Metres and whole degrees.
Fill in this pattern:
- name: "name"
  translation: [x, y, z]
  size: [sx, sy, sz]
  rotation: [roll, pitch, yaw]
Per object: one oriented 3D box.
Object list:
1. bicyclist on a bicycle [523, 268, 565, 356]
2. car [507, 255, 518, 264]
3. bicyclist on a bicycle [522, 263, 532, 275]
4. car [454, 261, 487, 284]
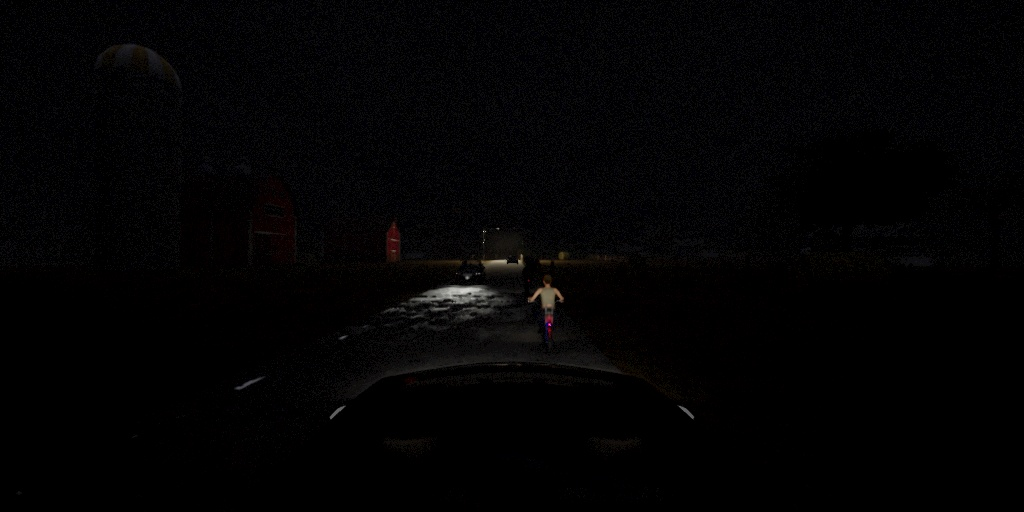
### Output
- name: "bicyclist on a bicycle"
  translation: [0.739, 1.178, 7.633]
  size: [0.866, 1.612, 1.509]
  rotation: [0, 2, 0]
- name: "car"
  translation: [0.101, 0.717, 63.353]
  size: [1.994, 1.385, 4.181]
  rotation: [0, 0, 0]
- name: "bicyclist on a bicycle"
  translation: [0.757, 1.147, 16.711]
  size: [0.582, 1.620, 1.656]
  rotation: [0, 0, 0]
- name: "car"
  translation: [-2.848, 1.097, 25.321]
  size: [2.128, 1.511, 4.902]
  rotation: [0, 1, 0]
